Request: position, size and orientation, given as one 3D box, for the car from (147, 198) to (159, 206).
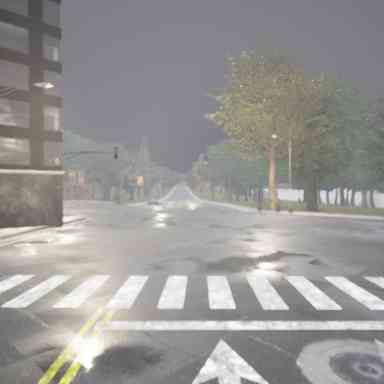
[{"bbox_3d":[-7.262,1.922,62.688,1.812,1.442,4.674,0,0,-2],"label":"car"}]
